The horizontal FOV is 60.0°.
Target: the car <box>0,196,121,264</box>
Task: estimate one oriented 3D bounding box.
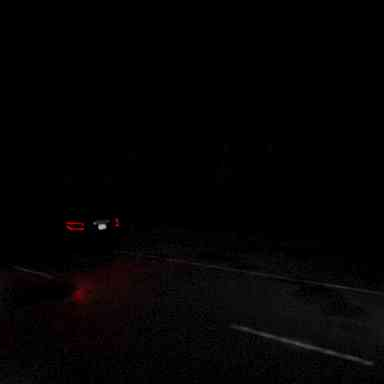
[{"bbox_3d":[-4.957,1.152,11.824,5.566,2.045,2.150,0,0,35],"label":"car"}]
